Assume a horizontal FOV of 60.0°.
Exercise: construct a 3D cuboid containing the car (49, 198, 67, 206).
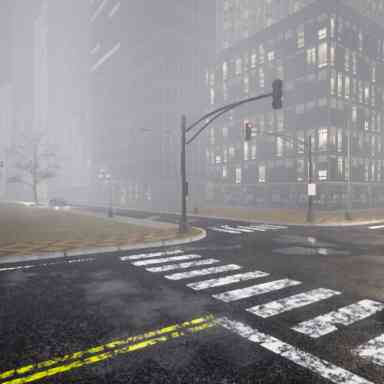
[{"bbox_3d":[-21.807,1.606,54.157,1.895,1.301,4.718,0,0,-35],"label":"car"}]
